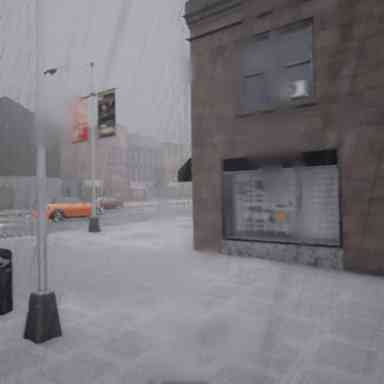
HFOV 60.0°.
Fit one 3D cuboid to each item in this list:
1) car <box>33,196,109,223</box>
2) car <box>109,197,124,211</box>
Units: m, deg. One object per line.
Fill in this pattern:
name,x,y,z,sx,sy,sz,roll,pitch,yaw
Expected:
car,-8.485,1.082,23.207,2.097,1.767,4.553,-1,0,35
car,-9.195,1.241,33.837,1.882,1.535,5.008,-1,0,35
